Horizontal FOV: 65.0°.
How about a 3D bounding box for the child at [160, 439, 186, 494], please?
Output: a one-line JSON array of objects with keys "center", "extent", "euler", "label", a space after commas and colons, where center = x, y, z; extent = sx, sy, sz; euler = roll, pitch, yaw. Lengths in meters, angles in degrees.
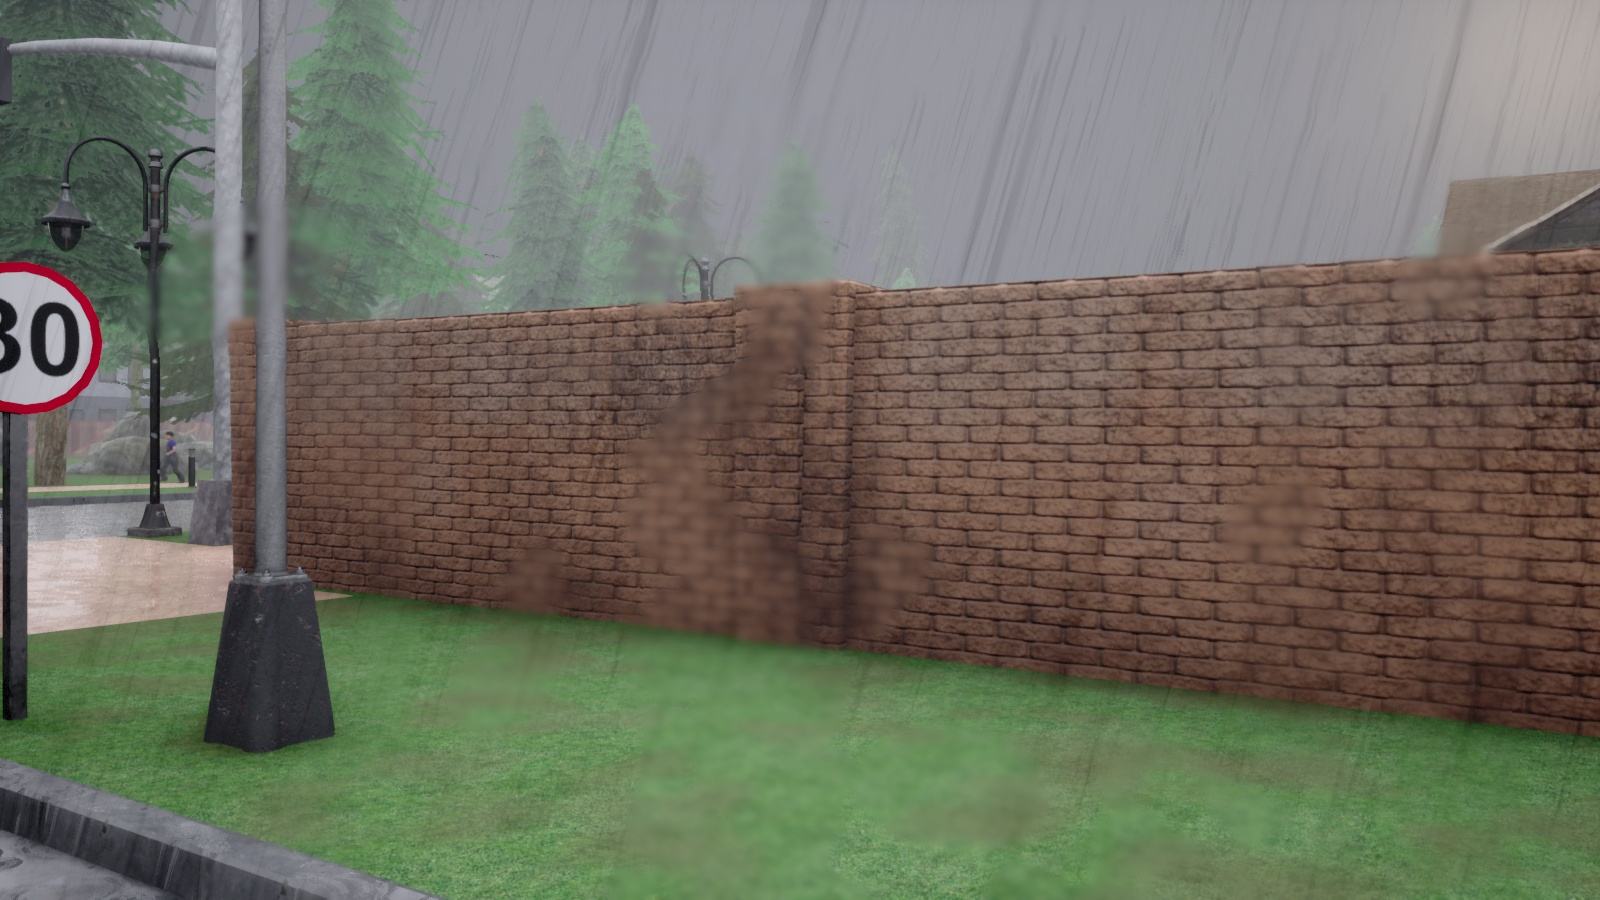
[{"center": [-14.618, 0.385, 29.284], "extent": [0.270, 1.263, 0.437], "euler": [0, 1, 32], "label": "child"}]
